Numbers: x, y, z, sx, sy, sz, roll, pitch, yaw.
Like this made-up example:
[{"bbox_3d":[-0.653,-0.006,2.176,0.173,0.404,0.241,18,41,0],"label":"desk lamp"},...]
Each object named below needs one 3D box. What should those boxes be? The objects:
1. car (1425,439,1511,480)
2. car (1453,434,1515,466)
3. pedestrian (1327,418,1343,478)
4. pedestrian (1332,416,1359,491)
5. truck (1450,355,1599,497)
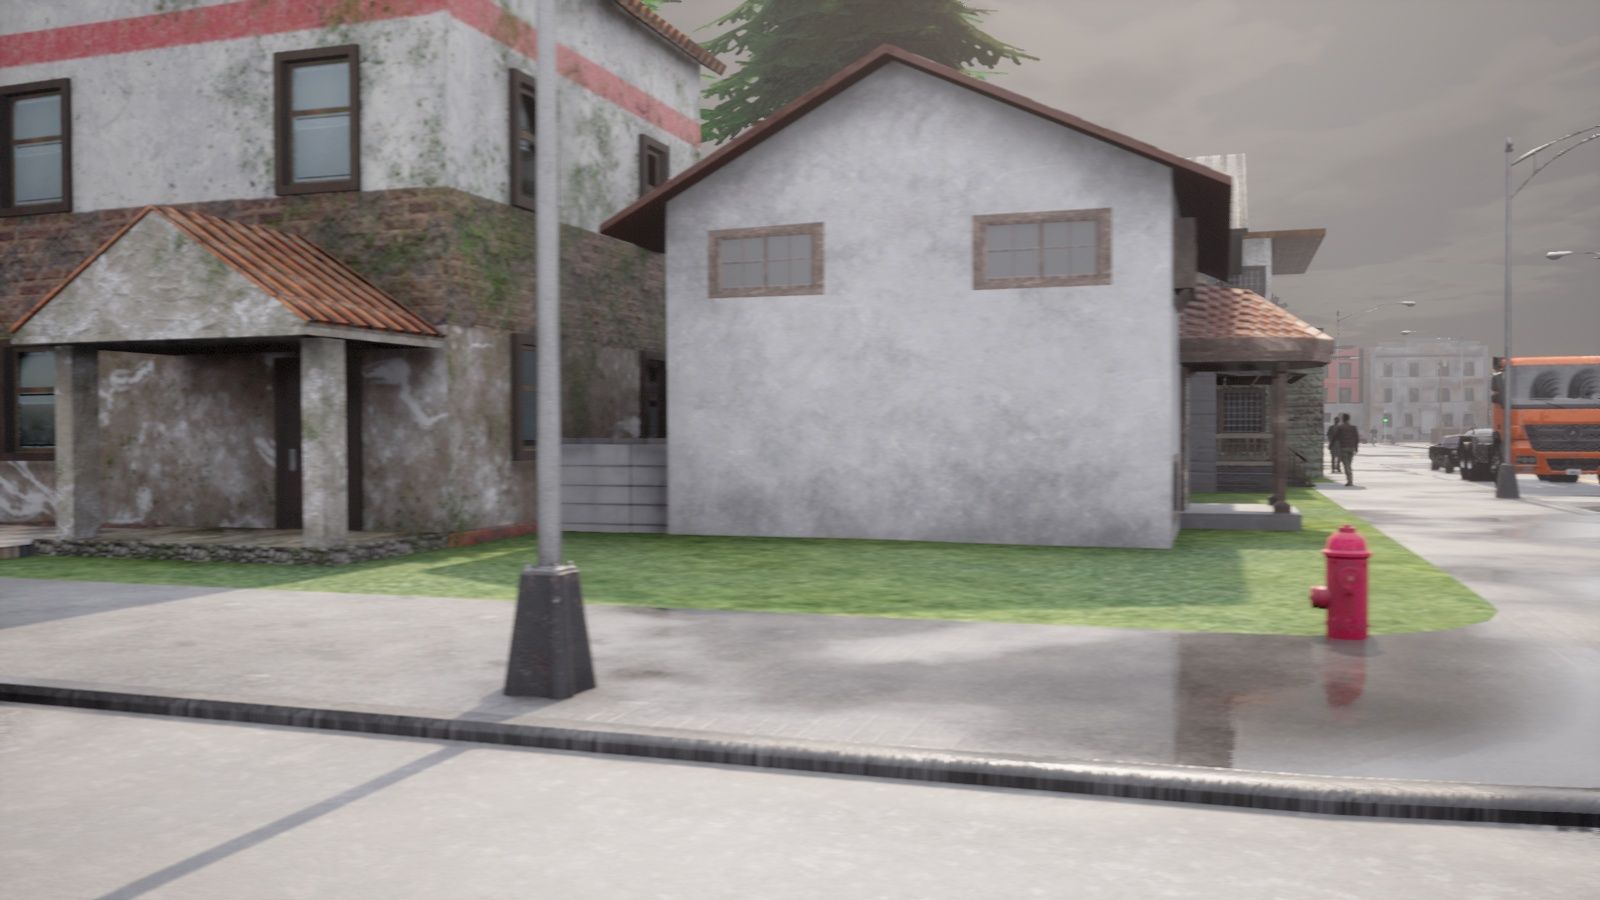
[{"bbox_3d":[23.406,0.297,44.166,1.895,1.301,4.718,1,1,19],"label":"car"},{"bbox_3d":[33.378,-0.040,61.392,1.837,1.490,4.892,1,1,19],"label":"car"},{"bbox_3d":[17.501,-0.065,41.068,0.402,1.930,0.666,1,1,17],"label":"pedestrian"},{"bbox_3d":[13.629,0.077,31.399,0.431,1.840,0.703,0,1,8],"label":"pedestrian"},{"bbox_3d":[20.205,-0.640,34.574,2.891,3.462,7.936,1,1,18],"label":"truck"}]
